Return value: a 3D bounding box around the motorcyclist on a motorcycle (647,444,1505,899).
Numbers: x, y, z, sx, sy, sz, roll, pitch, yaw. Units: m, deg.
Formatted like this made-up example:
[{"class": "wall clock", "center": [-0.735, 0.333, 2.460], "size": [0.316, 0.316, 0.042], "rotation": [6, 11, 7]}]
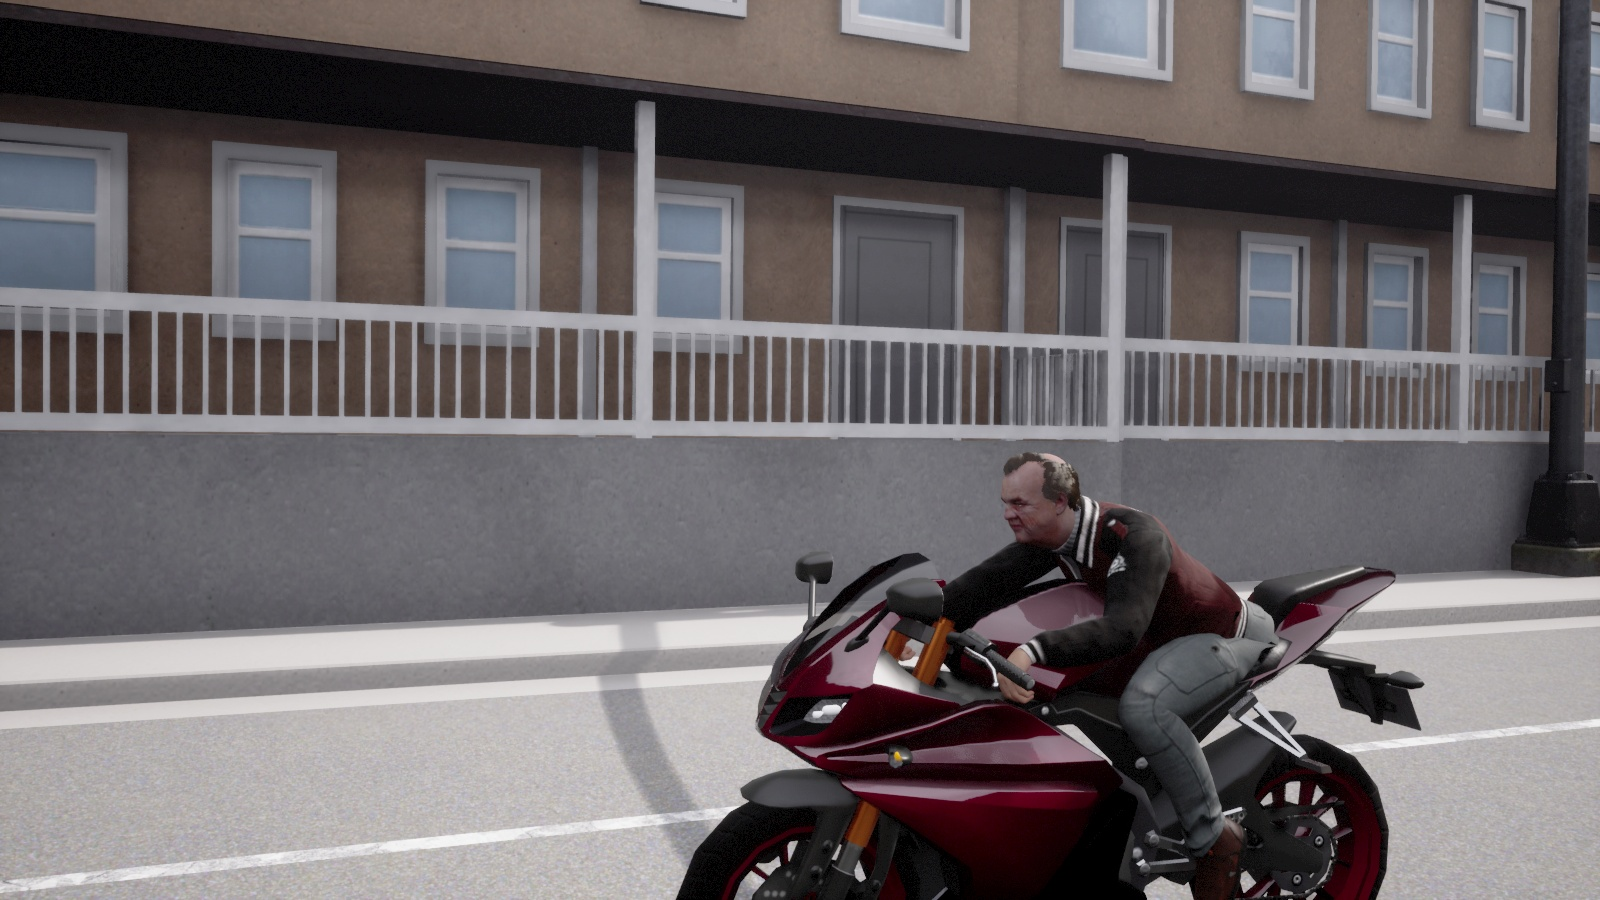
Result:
[{"class": "motorcyclist on a motorcycle", "center": [0.755, 0.768, 3.489], "size": [2.191, 1.530, 0.866], "rotation": [-1, 1, -19]}]
